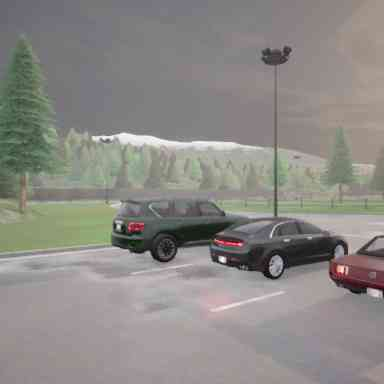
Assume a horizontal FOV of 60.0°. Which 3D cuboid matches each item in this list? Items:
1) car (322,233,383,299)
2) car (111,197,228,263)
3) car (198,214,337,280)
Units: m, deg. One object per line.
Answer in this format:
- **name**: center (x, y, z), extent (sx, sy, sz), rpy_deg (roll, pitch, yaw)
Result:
- **car**: center (5.236, 1.600, 7.487), extent (4.718, 1.301, 1.895), rpy_deg (0, 0, -35)
- **car**: center (-0.162, 1.220, 12.250), extent (5.566, 2.045, 2.150), rpy_deg (0, 0, -35)
- **car**: center (2.774, 1.504, 10.036), extent (4.892, 1.490, 1.837), rpy_deg (0, 0, -35)
